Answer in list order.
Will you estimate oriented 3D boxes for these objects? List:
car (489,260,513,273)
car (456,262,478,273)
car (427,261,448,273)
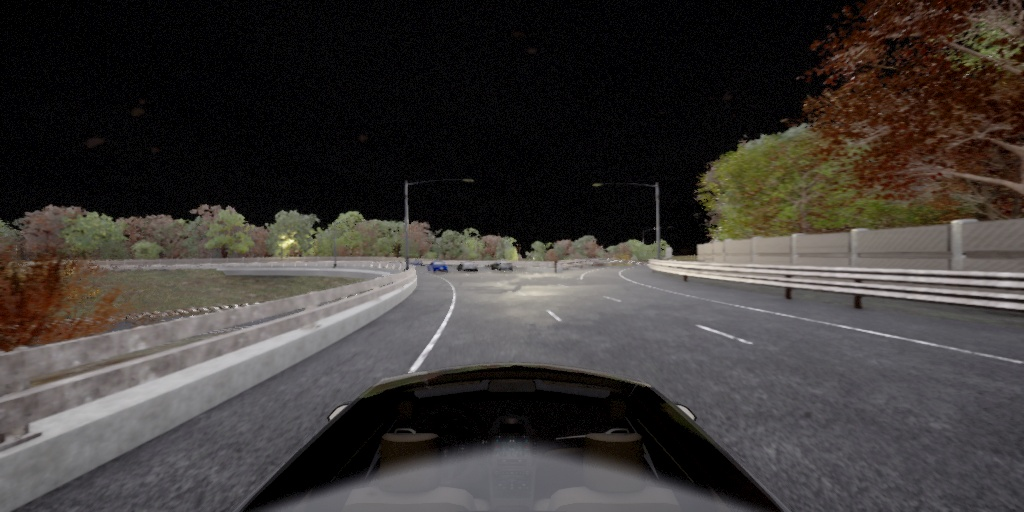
[{"bbox_3d":[-1.407,1.275,45.258,2.128,1.511,4.902,-1,0,-22],"label":"car"},{"bbox_3d":[-5.982,1.434,47.076,1.994,1.385,4.181,-1,0,-24],"label":"car"},{"bbox_3d":[-9.836,1.421,47.145,1.882,1.535,5.008,-1,0,-25],"label":"car"}]
